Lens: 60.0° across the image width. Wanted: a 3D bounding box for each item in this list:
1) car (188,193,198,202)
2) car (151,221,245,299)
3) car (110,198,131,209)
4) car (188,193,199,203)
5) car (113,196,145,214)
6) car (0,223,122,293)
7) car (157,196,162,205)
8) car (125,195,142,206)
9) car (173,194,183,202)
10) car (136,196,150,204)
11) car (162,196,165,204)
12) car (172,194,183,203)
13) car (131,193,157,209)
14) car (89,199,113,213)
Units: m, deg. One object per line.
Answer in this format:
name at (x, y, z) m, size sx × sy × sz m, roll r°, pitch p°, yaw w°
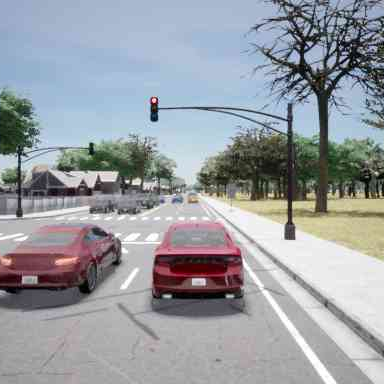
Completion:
car at (0.183, 1.191, 76.324) m, size 2.150 × 2.045 × 5.566 m, roll 0°, pitch 0°, yaw 0°
car at (0.118, 1.477, 8.495) m, size 1.882 × 1.535 × 5.008 m, roll 0°, pitch 0°, yaw 0°
car at (-9.736, 1.516, 45.502) m, size 1.812 × 1.442 × 4.674 m, roll 0°, pitch 0°, yaw 1°
car at (0.256, 1.452, 65.923) m, size 1.882 × 1.535 × 5.008 m, roll 0°, pitch 0°, yaw 0°
car at (-6.513, 1.499, 34.858) m, size 1.837 × 1.490 × 4.892 m, roll 0°, pitch 0°, yaw 0°
car at (-3.129, 1.525, 8.706) m, size 1.812 × 1.442 × 4.674 m, roll 0°, pitch 0°, yaw 0°
car at (-6.459, 1.489, 54.738) m, size 1.837 × 1.490 × 4.892 m, roll 0°, pitch 0°, yaw 0°
car at (-9.707, 1.335, 55.388) m, size 2.097 × 1.767 × 4.553 m, roll 0°, pitch 0°, yaw 0°
car at (-3.067, 1.321, 76.296) m, size 2.097 × 1.767 × 4.553 m, roll 0°, pitch 0°, yaw 0°
car at (-9.620, 1.522, 66.007) m, size 2.033 × 1.411 × 5.357 m, roll 0°, pitch 0°, yaw 0°
car at (-6.383, 1.453, 65.168) m, size 1.882 × 1.535 × 5.008 m, roll 0°, pitch 0°, yaw 1°
car at (-2.989, 1.500, 66.330) m, size 1.812 × 1.442 × 4.674 m, roll 0°, pitch 0°, yaw 0°
car at (-6.487, 1.212, 44.709) m, size 2.150 × 2.045 × 5.566 m, roll 0°, pitch 0°, yaw 1°
car at (-9.759, 1.499, 36.369) m, size 1.837 × 1.490 × 4.892 m, roll 0°, pitch 0°, yaw 0°
